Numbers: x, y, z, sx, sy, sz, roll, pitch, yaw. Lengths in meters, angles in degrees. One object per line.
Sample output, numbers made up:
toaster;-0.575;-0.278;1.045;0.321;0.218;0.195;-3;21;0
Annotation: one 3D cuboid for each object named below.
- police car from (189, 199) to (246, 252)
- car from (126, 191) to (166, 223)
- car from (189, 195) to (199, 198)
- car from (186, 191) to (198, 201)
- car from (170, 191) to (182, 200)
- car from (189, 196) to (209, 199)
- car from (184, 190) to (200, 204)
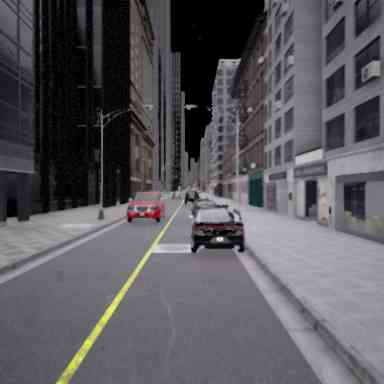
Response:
police car;0.899;1.291;13.316;1.930;1.638;5.238;0;1;0
car;-3.100;0.985;23.405;2.150;2.045;5.566;0;1;0
car;0.898;1.230;29.206;1.812;1.442;4.674;0;1;0
car;-0.006;0.681;63.700;2.097;1.767;4.553;0;1;0
car;-3.014;0.827;65.801;1.812;1.442;4.674;0;1;0
car;0.897;1.271;23.207;1.837;1.490;4.892;0;1;0
car;0.000;0.713;49.375;2.150;2.045;5.566;0;1;0
